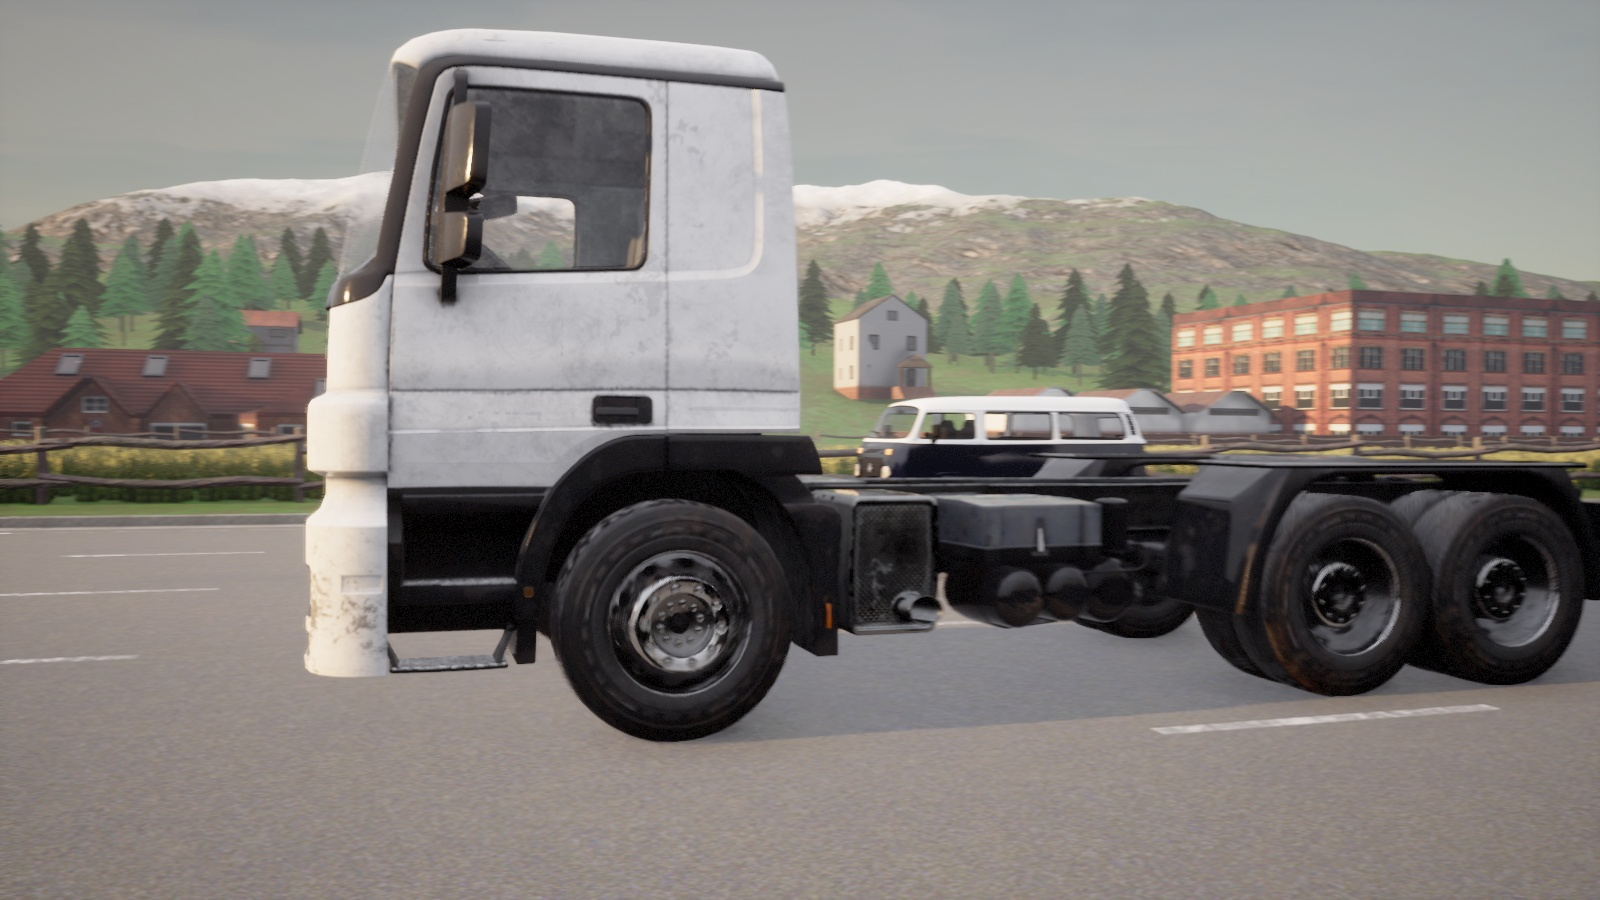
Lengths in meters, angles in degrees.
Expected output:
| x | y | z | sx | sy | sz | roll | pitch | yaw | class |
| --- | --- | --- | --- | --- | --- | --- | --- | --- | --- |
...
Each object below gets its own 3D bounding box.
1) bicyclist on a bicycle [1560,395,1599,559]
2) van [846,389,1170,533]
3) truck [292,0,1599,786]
| x | y | z | sx | sy | sz | roll | pitch | yaw | class |
| --- | --- | --- | --- | --- | --- | --- | --- | --- | --- |
| 9.515 | 0.285 | 14.062 | 1.843 | 1.776 | 0.659 | -1 | 1 | -17 | bicyclist on a bicycle |
| 3.173 | 0.117 | 19.419 | 4.480 | 2.038 | 2.069 | -1 | 1 | -17 | van |
| 1.258 | -0.387 | 7.821 | 7.936 | 3.462 | 2.891 | -1 | 1 | -17 | truck |
